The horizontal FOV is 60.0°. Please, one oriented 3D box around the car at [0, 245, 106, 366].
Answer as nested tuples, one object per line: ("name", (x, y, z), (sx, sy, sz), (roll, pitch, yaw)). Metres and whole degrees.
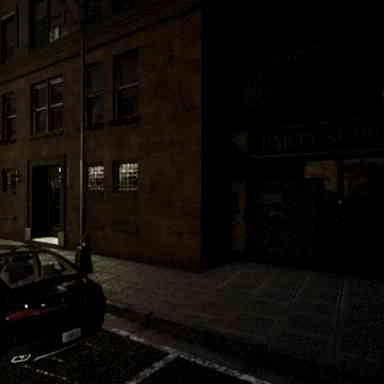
("car", (-3.274, 1.549, 5.434), (4.403, 1.369, 2.008), (0, 0, 36))
